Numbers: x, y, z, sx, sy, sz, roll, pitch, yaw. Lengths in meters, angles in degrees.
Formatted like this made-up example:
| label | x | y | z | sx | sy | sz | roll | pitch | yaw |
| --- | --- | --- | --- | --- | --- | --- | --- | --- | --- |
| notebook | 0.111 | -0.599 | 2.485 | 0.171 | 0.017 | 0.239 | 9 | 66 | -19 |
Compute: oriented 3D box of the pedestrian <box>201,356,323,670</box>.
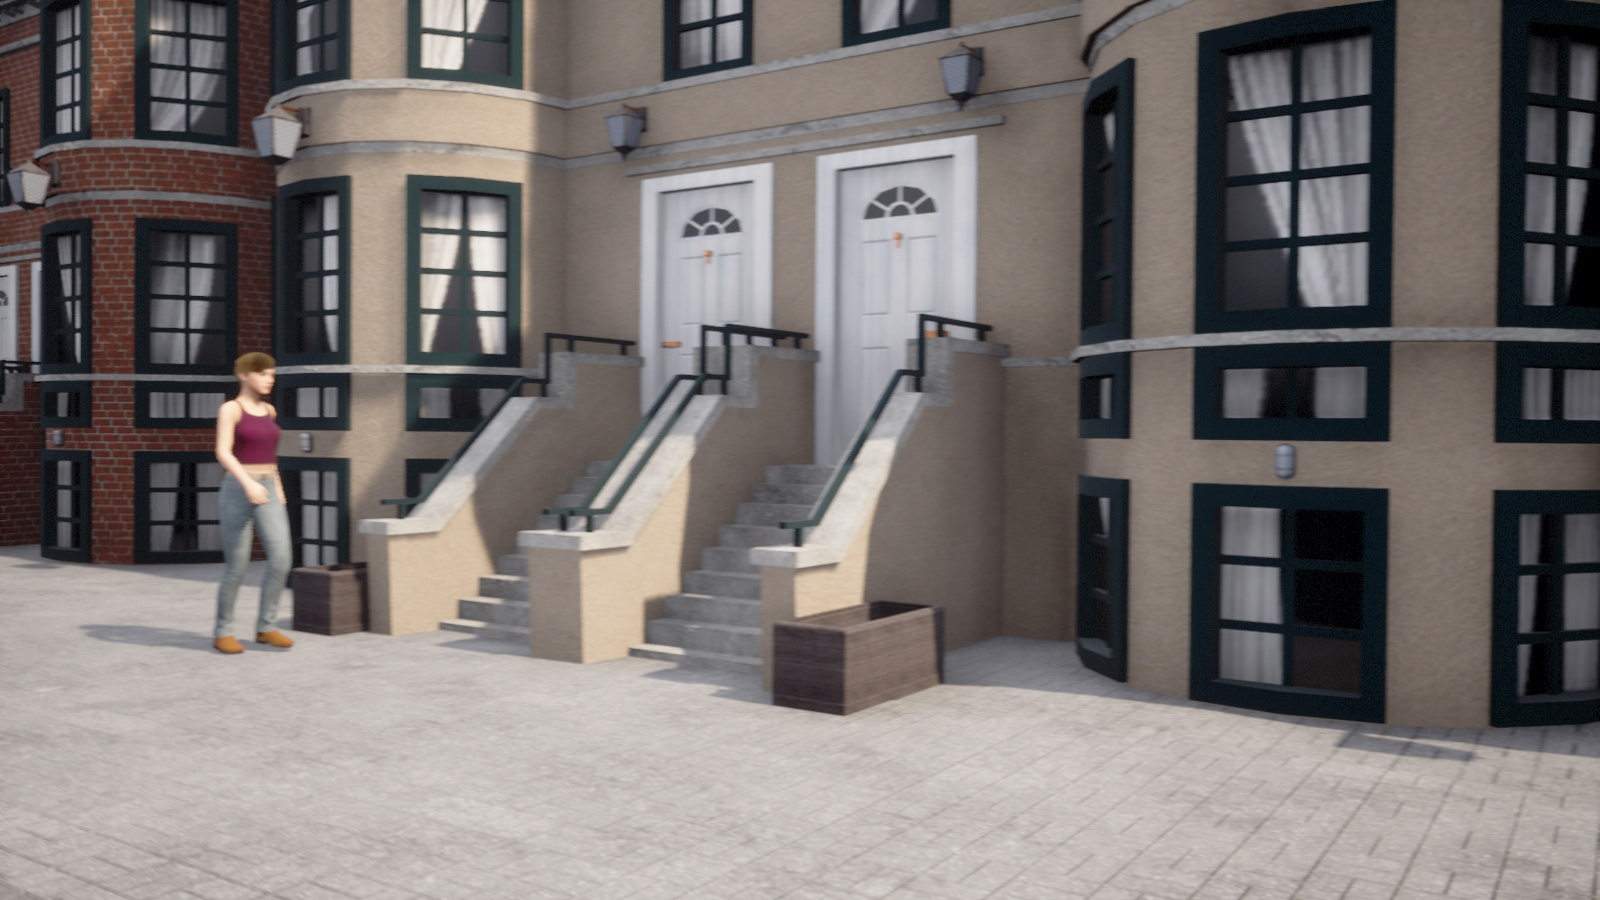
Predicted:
| label | x | y | z | sx | sy | sz | roll | pitch | yaw |
| --- | --- | --- | --- | --- | --- | --- | --- | --- | --- |
| pedestrian | -3.257 | 0.367 | 7.605 | 0.594 | 1.836 | 0.345 | 0 | 1 | 25 |
